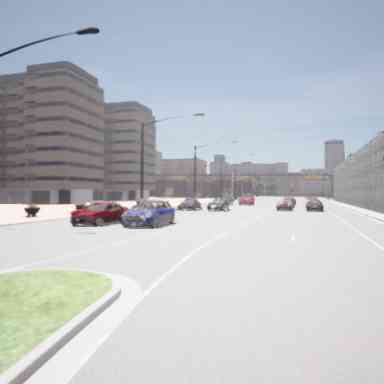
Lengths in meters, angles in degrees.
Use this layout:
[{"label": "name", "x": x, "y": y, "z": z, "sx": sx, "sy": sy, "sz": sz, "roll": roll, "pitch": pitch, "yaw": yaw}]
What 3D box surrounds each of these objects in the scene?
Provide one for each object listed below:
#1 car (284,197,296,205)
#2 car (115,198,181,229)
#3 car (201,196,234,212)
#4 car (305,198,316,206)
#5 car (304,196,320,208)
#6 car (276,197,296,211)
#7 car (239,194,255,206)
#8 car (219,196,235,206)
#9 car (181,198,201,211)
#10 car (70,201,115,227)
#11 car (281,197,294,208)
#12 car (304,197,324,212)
[{"label": "car", "x": 18.100, "y": 1.697, "z": 61.326, "sx": 1.994, "sy": 1.385, "sz": 4.181, "roll": 1, "pitch": 0, "yaw": 18}, {"label": "car", "x": -2.681, "y": 1.313, "z": 21.398, "sx": 2.097, "sy": 1.767, "sz": 4.553, "roll": 1, "pitch": 0, "yaw": 19}, {"label": "car", "x": 3.098, "y": 1.497, "z": 38.721, "sx": 2.128, "sy": 1.511, "sz": 4.902, "roll": 1, "pitch": 0, "yaw": 19}, {"label": "car", "x": 21.429, "y": 1.765, "z": 60.249, "sx": 1.895, "sy": 1.301, "sz": 4.718, "roll": 1, "pitch": 0, "yaw": 18}, {"label": "car", "x": 18.261, "y": 1.493, "z": 50.727, "sx": 2.097, "sy": 1.767, "sz": 4.553, "roll": 1, "pitch": 0, "yaw": 18}, {"label": "car", "x": 11.827, "y": 1.686, "z": 42.383, "sx": 1.895, "sy": 1.301, "sz": 4.718, "roll": 1, "pitch": 0, "yaw": 19}, {"label": "car", "x": 9.609, "y": 1.335, "z": 57.975, "sx": 2.150, "sy": 2.045, "sz": 5.566, "roll": 1, "pitch": 0, "yaw": 18}, {"label": "car", "x": 6.295, "y": 1.570, "z": 59.110, "sx": 1.837, "sy": 1.490, "sz": 4.892, "roll": 1, "pitch": 0, "yaw": 18}, {"label": "car", "x": -0.156, "y": 1.499, "z": 40.026, "sx": 1.812, "sy": 1.442, "sz": 4.674, "roll": 1, "pitch": 0, "yaw": 19}, {"label": "car", "x": -6.065, "y": 1.407, "z": 22.317, "sx": 1.882, "sy": 1.535, "sz": 5.008, "roll": 1, "pitch": 0, "yaw": 19}, {"label": "car", "x": 14.948, "y": 1.614, "z": 51.861, "sx": 1.837, "sy": 1.490, "sz": 4.892, "roll": 1, "pitch": 0, "yaw": 18}, {"label": "car", "x": 15.216, "y": 1.682, "z": 41.255, "sx": 1.994, "sy": 1.385, "sz": 4.181, "roll": 1, "pitch": 0, "yaw": 18}]
